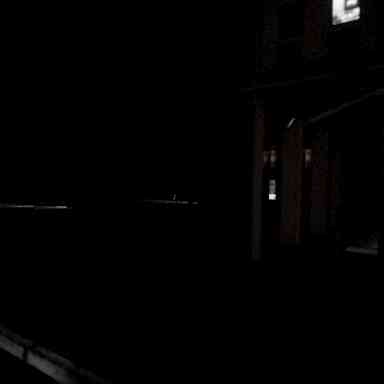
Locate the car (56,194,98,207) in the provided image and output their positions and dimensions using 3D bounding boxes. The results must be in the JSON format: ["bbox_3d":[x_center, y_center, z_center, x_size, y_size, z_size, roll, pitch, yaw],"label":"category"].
[{"bbox_3d":[-13.073,0.973,38.748,1.994,1.385,4.181,2,1,38],"label":"car"}]

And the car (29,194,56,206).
[{"bbox_3d":[-16.862,0.871,39.186,1.994,1.385,4.181,2,1,38],"label":"car"}]

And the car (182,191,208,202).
[{"bbox_3d":[0.944,0.928,56.421,1.812,1.442,4.674,2,1,39],"label":"car"}]

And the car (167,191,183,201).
[{"bbox_3d":[-2.258,0.651,57.620,2.097,1.767,4.553,2,2,39],"label":"car"}]
